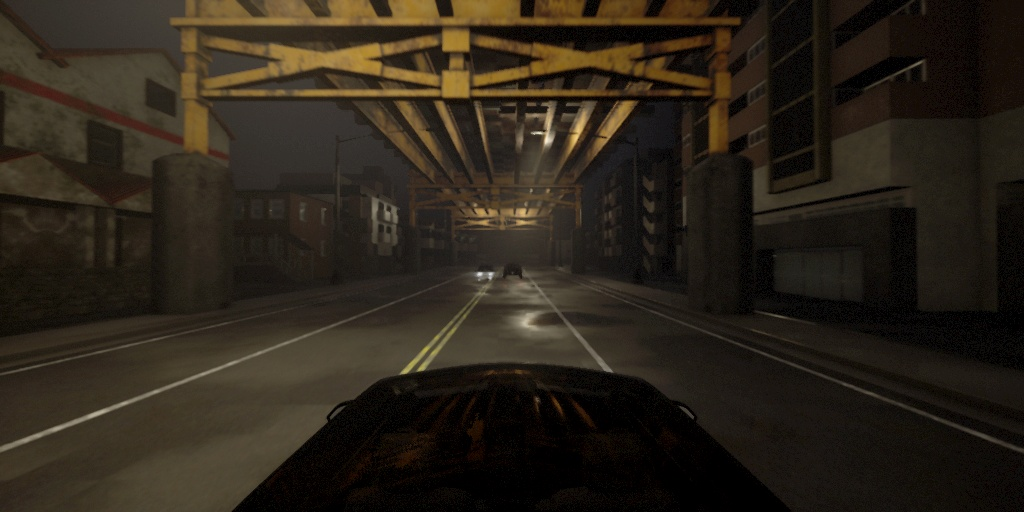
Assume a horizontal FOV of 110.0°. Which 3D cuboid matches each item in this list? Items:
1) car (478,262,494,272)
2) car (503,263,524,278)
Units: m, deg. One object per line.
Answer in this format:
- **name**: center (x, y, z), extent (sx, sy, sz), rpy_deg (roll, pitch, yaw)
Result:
- **car**: center (-3.561, 1.467, 49.232), extent (1.895, 1.301, 4.718), rpy_deg (0, 0, 0)
- **car**: center (0.072, 1.401, 35.887), extent (1.812, 1.442, 4.674), rpy_deg (0, 0, 0)
